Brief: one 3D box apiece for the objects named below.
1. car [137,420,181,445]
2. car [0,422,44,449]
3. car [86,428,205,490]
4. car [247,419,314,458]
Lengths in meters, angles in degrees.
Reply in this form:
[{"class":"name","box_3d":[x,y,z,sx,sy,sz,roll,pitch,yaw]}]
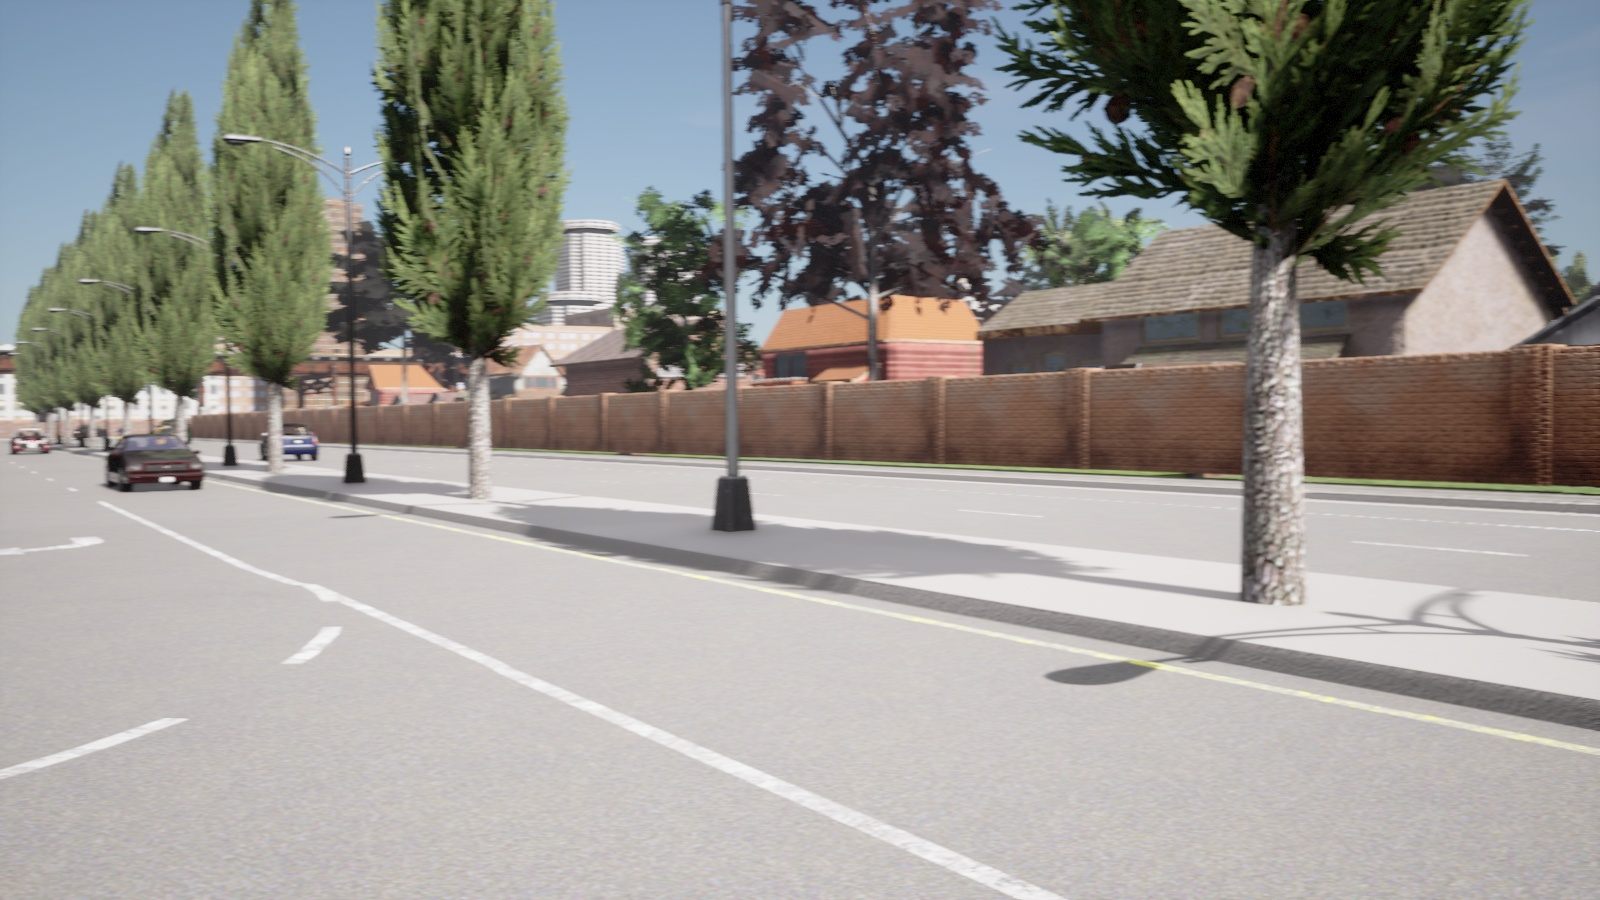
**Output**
[{"class":"car","box_3d":[-42.124,-1.155,82.479,1.801,1.575,5.366,-1,2,-35]},{"class":"car","box_3d":[-45.333,-0.864,73.098,1.970,1.475,3.806,-1,2,-35]},{"class":"car","box_3d":[-16.964,0.159,32.413,2.033,1.411,5.357,-1,2,-35]},{"class":"car","box_3d":[-22.479,-0.544,54.302,1.851,1.617,3.988,-1,2,-35]}]
